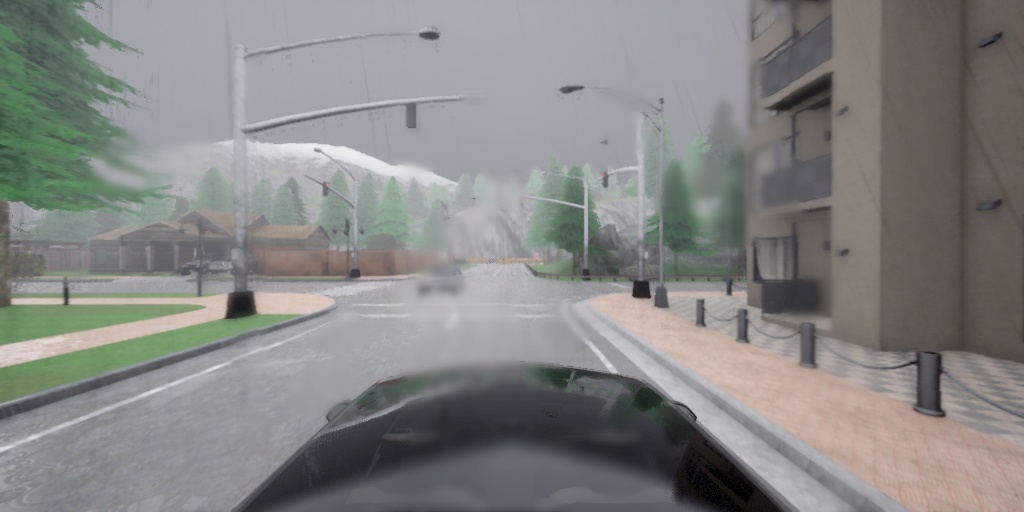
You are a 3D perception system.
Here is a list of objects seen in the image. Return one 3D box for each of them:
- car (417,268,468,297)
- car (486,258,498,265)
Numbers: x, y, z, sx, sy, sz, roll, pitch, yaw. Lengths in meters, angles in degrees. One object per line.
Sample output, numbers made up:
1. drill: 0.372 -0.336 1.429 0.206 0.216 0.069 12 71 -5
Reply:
1. car: -3.492 1.295 18.632 1.895 1.301 4.718 0 0 0
2. car: -3.467 0.929 62.372 1.895 1.301 4.718 0 0 0
